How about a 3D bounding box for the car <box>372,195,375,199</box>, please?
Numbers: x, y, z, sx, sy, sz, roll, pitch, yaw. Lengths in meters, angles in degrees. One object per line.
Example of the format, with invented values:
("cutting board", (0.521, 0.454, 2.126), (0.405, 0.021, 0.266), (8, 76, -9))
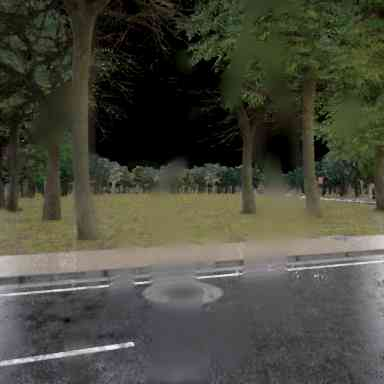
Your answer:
("car", (44.572, 1.283, 79.854), (1.895, 1.301, 4.718), (0, 0, 4))
